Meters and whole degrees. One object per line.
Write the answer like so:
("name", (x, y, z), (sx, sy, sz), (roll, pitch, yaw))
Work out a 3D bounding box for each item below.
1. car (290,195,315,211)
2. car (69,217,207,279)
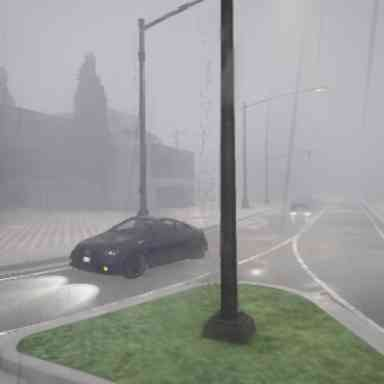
("car", (10.810, 1.038, 32.344), (2.033, 1.411, 5.357), (0, 1, 26))
("car", (-1.380, 1.445, 9.768), (1.994, 1.385, 4.181), (0, 1, 38))
